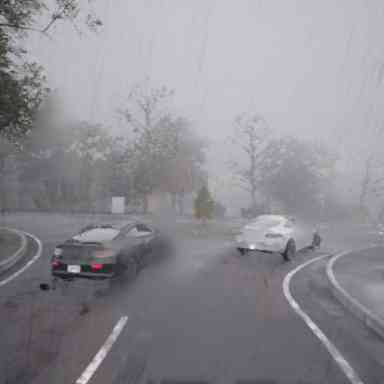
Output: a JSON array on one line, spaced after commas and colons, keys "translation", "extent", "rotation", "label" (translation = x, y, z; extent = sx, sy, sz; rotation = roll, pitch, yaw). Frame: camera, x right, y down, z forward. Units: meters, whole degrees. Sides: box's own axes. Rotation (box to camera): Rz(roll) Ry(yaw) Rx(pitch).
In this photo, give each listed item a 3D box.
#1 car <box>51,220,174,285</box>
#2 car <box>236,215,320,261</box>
[{"translation": [-1.985, 1.506, 9.443], "extent": [1.812, 1.442, 4.674], "rotation": [0, 0, 14], "label": "car"}, {"translation": [3.335, 1.586, 12.652], "extent": [1.812, 1.442, 4.674], "rotation": [0, -1, 36], "label": "car"}]
